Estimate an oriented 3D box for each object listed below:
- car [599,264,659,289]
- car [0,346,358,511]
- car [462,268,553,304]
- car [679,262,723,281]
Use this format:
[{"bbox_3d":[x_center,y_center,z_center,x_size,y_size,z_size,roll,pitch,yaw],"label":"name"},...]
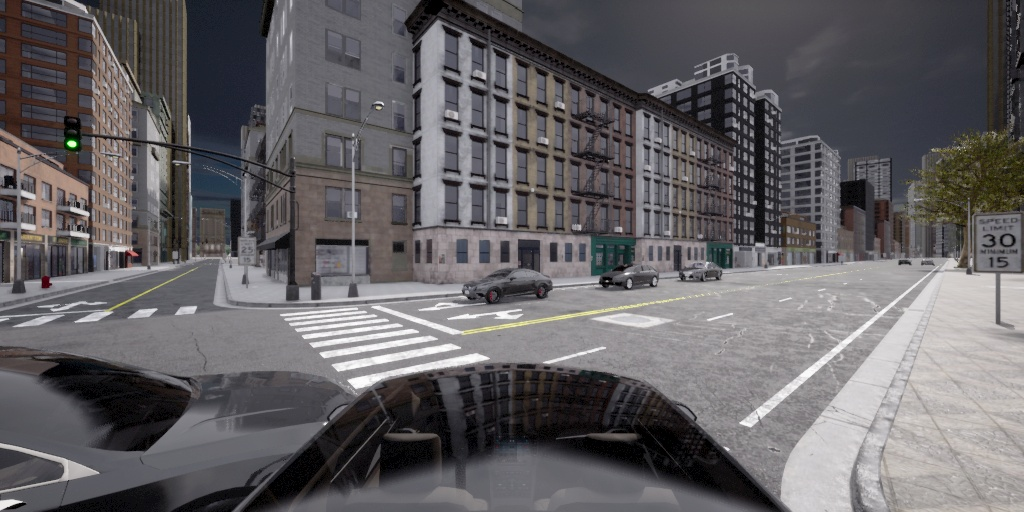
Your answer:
[{"bbox_3d":[7.566,1.257,22.968,4.892,1.490,1.837,0,0,-39],"label":"car"},{"bbox_3d":[-3.228,1.257,1.730,4.892,1.490,1.837,0,0,-35],"label":"car"},{"bbox_3d":[-0.102,1.286,16.714,4.674,1.442,1.812,0,0,-39],"label":"car"},{"bbox_3d":[15.551,1.235,29.469,4.902,1.511,2.128,0,0,-39],"label":"car"}]
